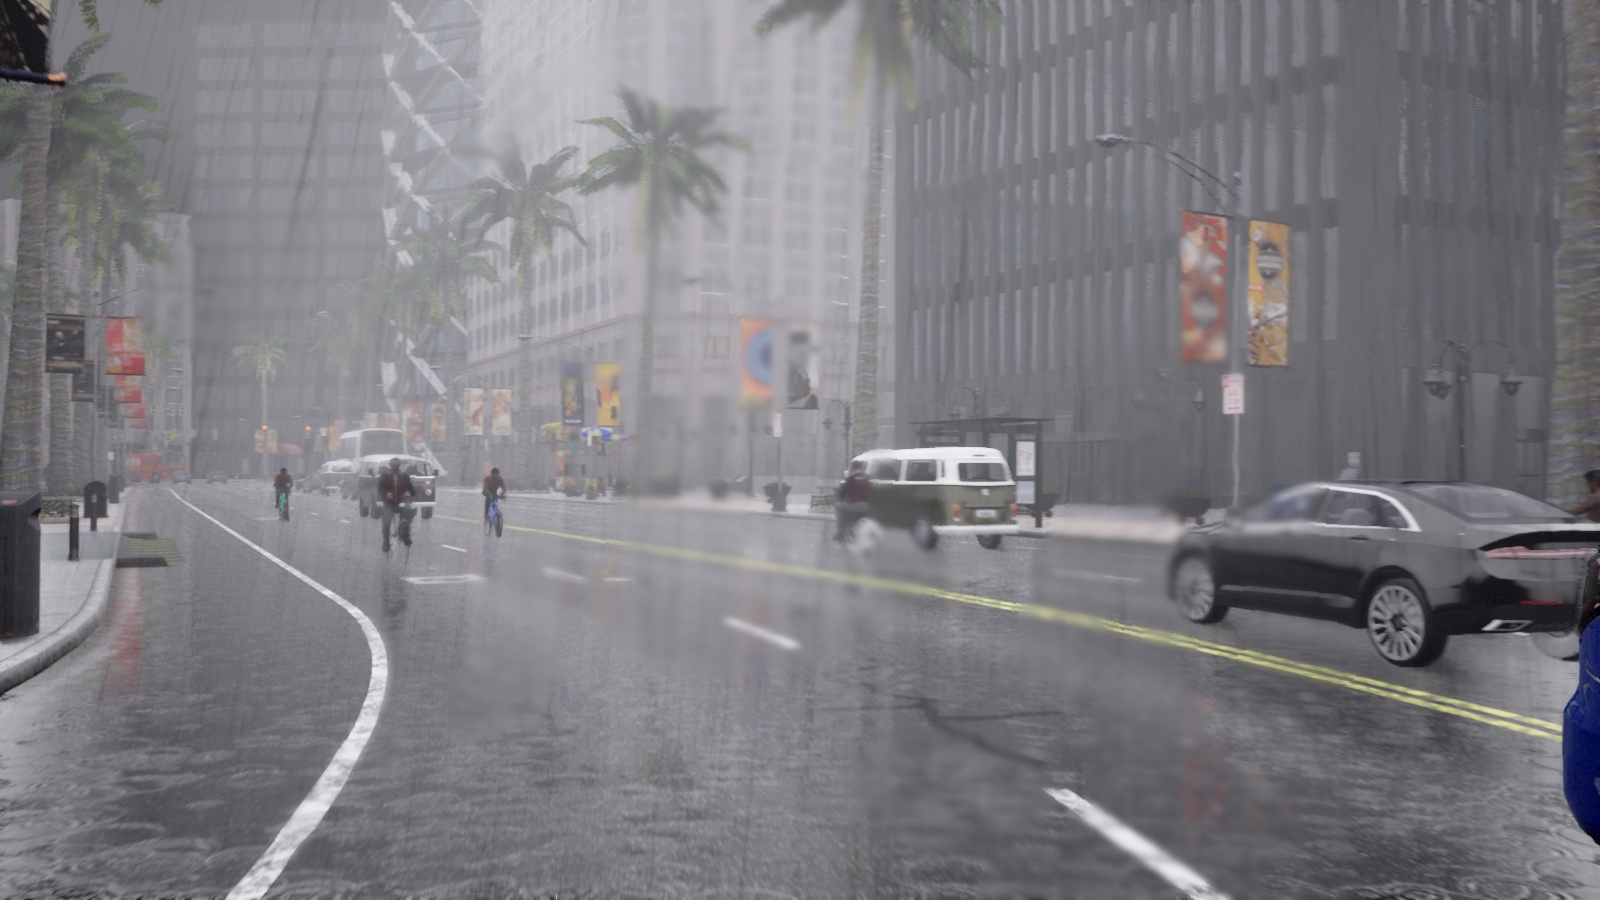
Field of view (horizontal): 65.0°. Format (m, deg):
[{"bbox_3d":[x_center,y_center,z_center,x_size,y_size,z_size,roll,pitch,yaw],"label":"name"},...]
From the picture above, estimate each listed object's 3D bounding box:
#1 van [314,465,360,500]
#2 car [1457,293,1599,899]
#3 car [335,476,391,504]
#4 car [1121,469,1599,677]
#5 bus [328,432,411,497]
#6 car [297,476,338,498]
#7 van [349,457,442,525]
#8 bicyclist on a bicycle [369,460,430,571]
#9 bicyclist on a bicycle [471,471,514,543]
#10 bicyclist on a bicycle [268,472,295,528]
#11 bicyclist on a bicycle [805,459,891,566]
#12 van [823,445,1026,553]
[{"bbox_3d":[-28.049,1.961,75.968,2.069,2.038,4.480,0,-1,-27],"label":"van"},{"bbox_3d":[3.510,0.540,1.517,2.150,2.045,5.566,0,-1,-5],"label":"car"},{"bbox_3d":[-23.379,2.111,67.077,2.033,1.411,5.357,0,-1,-28],"label":"car"},{"bbox_3d":[5.222,0.940,11.783,2.128,1.511,4.902,0,-1,-15],"label":"car"},{"bbox_3d":[-30.172,1.069,87.674,3.944,4.253,10.273,0,-1,-27],"label":"bus"},{"bbox_3d":[-32.581,2.456,84.712,2.033,1.411,5.357,0,-1,-27],"label":"car"},{"bbox_3d":[-13.033,1.283,40.282,2.069,2.038,4.480,0,-1,-28],"label":"van"},{"bbox_3d":[-6.729,1.074,21.051,0.659,1.776,1.843,0,-1,-28],"label":"bicyclist on a bicycle"},{"bbox_3d":[-7.183,1.298,29.329,0.582,1.620,1.656,0,-1,-28],"label":"bicyclist on a bicycle"},{"bbox_3d":[-15.453,1.477,37.381,0.582,1.620,1.656,0,-1,-28],"label":"bicyclist on a bicycle"},{"bbox_3d":[0.808,1.045,21.730,0.659,1.776,1.843,0,-1,-27],"label":"bicyclist on a bicycle"},{"bbox_3d":[2.464,0.963,26.119,2.069,2.038,4.480,0,-1,-28],"label":"van"}]
